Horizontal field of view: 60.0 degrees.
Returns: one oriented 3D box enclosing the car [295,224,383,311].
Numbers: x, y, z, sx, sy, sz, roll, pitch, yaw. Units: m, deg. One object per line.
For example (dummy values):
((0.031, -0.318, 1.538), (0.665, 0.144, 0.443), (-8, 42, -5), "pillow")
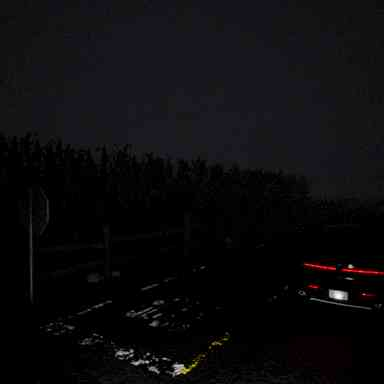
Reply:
((3.804, 1.498, 7.676), (1.837, 1.490, 4.892), (0, 0, 33), "car")
